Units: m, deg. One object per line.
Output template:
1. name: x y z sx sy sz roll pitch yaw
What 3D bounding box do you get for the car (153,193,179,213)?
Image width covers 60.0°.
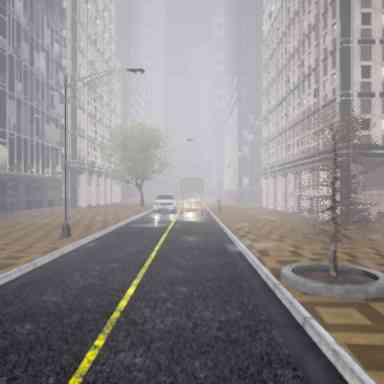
1. car: -2.849 1.147 35.807 2.150 2.045 5.566 0 0 0

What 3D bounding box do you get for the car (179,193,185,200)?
1. car: -2.763 1.038 77.579 2.097 1.767 4.553 0 0 0

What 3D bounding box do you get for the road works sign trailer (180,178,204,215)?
1. road works sign trailer: -0.006 0.395 33.366 2.380 3.560 2.880 0 0 0
